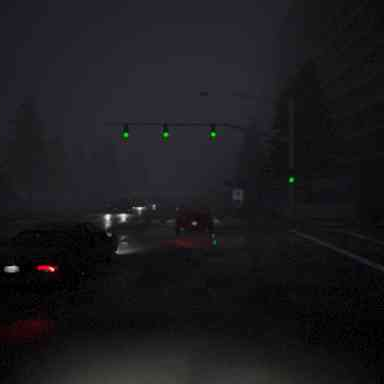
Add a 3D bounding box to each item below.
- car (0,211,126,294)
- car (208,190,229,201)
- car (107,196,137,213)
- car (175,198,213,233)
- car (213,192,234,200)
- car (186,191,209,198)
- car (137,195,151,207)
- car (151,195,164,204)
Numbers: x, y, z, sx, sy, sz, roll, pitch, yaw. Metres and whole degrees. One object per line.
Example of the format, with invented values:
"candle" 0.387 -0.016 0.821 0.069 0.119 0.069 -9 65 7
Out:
"car" -3.390 1.485 8.795 2.033 1.411 5.357 0 0 0
"car" 4.681 0.615 61.620 2.150 2.045 5.566 0 1 30
"car" -7.068 1.243 33.095 1.812 1.442 4.674 0 1 0
"car" 0.116 1.305 18.264 1.882 1.535 5.008 0 1 0
"car" 6.659 0.830 70.219 1.812 1.442 4.674 0 1 44
"car" 0.791 0.894 61.754 1.882 1.535 5.008 0 1 30
"car" -6.971 1.193 42.973 1.994 1.385 4.181 0 1 1
"car" -5.973 1.133 53.215 1.895 1.301 4.718 0 1 12
